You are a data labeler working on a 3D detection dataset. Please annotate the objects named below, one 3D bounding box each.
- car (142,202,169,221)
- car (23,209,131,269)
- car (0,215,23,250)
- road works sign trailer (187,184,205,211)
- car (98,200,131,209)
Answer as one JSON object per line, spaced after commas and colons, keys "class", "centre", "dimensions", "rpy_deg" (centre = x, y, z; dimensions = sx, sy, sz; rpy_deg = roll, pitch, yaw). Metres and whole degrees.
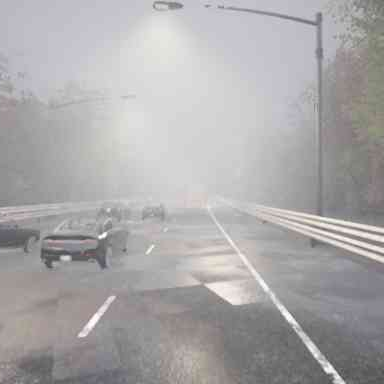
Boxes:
{"class": "car", "centre": [-3.135, 1.649, 28.982], "dimensions": [2.128, 1.511, 4.902], "rpy_deg": [0, 0, 1]}
{"class": "car", "centre": [-3.361, 1.563, 11.323], "dimensions": [2.128, 1.511, 4.902], "rpy_deg": [0, 0, 0]}
{"class": "car", "centre": [-6.866, 1.332, 11.055], "dimensions": [1.895, 1.301, 4.718], "rpy_deg": [7, -6, 1]}
{"class": "road works sign trailer", "centre": [0.585, 0.694, 44.256], "dimensions": [2.380, 3.560, 2.880], "rpy_deg": [0, 0, 2]}
{"class": "car", "centre": [-6.638, 1.508, 28.681], "dimensions": [2.097, 1.767, 4.553], "rpy_deg": [0, 0, 1]}
